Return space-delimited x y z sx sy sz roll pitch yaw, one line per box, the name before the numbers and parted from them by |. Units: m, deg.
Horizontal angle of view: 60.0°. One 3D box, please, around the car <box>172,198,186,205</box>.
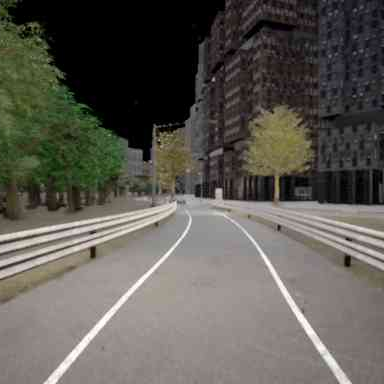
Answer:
car | -2.590 1.798 65.703 2.033 1.411 5.357 0 0 -14
